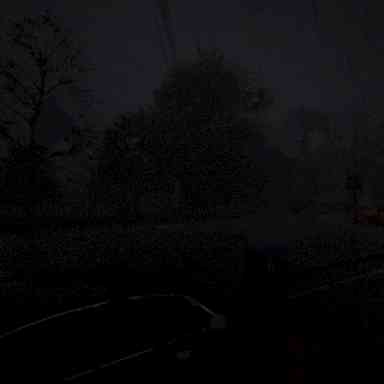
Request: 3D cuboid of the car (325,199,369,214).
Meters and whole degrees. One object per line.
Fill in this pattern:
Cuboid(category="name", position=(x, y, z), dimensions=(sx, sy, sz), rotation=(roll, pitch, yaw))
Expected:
Cuboid(category="car", position=(19.686, 1.768, 42.324), dimensions=(2.185, 1.767, 4.553), rotation=(2, -1, -35))

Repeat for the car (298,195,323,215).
Cuboid(category="car", position=(10.635, 1.385, 35.948), dimensions=(2.435, 2.045, 5.566), rotation=(1, -1, -35))

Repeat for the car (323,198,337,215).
Cuboid(category="car", position=(13.008, 1.694, 37.378), dimensions=(1.946, 1.575, 5.366), rotation=(2, -1, -35))

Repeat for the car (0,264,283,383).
Cuboid(category="car", position=(-1.332, 1.502, 2.735), dimensions=(4.892, 1.490, 1.837), rotation=(0, 0, -35))

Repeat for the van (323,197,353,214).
Cuboid(category="van", position=(17.347, 1.602, 40.839), dimensions=(1.878, 1.987, 4.442), rotation=(2, -1, -35))

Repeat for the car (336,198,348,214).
Cuboid(category="car", position=(15.158, 1.762, 39.129), dimensions=(2.231, 1.521, 4.892), rotation=(2, -1, -35))

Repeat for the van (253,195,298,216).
Cuboid(category="van", position=(8.227, 1.359, 34.343), dimensions=(1.878, 1.987, 4.442), rotation=(1, -1, -35))

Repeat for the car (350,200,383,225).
Cuboid(category="car", position=(13.651, 1.537, 21.775), dimensions=(1.946, 1.575, 5.366), rotation=(1, -1, -35))
